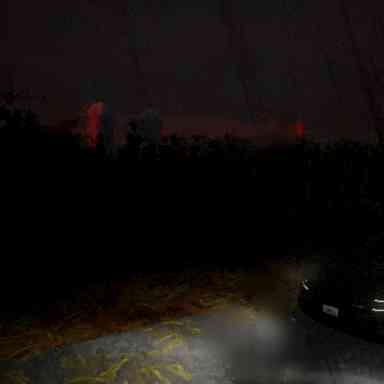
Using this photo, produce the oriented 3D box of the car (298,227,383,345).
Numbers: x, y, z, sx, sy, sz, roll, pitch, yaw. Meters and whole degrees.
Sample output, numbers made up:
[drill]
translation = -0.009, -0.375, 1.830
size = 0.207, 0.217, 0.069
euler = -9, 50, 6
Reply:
[car]
translation = 4.067, 1.354, 5.947
size = 5.008, 1.535, 1.882
euler = -1, 1, -31
